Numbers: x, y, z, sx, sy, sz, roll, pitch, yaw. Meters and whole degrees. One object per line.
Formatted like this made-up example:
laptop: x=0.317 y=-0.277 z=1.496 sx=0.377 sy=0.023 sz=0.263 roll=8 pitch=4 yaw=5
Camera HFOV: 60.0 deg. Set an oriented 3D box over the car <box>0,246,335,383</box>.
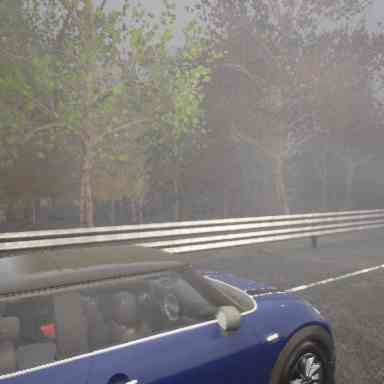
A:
car: x=-0.611 y=1.352 z=3.308 sx=4.553 sy=1.767 sz=2.097 roll=0 pitch=0 yaw=-35
